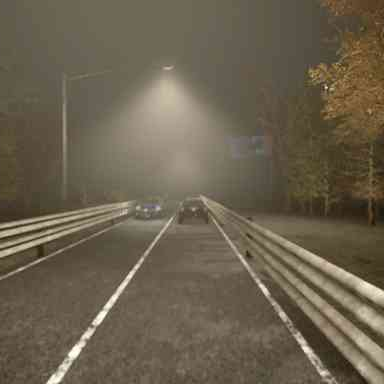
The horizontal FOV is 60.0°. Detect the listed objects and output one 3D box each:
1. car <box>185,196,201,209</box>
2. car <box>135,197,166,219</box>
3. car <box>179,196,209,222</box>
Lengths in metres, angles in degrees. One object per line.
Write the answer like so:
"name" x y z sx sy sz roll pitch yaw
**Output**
"car" 0.112 1.285 41.213 1.837 1.490 4.892 0 0 0
"car" -3.331 1.207 27.193 2.097 1.767 4.553 0 0 0
"car" 0.116 1.220 24.709 2.097 1.767 4.553 0 0 0
